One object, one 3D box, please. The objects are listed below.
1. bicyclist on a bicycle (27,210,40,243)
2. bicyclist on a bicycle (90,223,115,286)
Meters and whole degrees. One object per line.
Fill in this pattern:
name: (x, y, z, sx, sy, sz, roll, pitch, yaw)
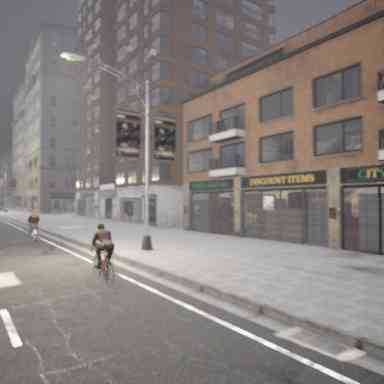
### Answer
bicyclist on a bicycle: (-8.575, 1.848, 17.945, 0.659, 1.776, 1.843, 1, -2, -35)
bicyclist on a bicycle: (-2.498, 1.708, 9.278, 0.582, 1.620, 1.656, 1, -2, -35)
